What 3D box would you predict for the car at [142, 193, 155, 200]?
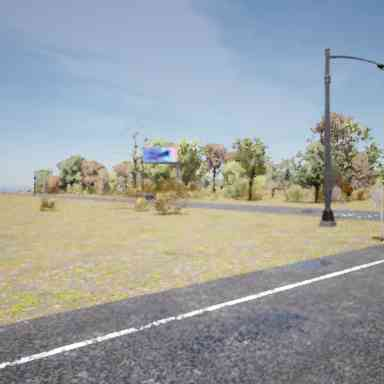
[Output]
[{"bbox_3d":[-9.089,1.017,66.084,1.837,1.490,4.892,-1,0,-34],"label":"car"}]
